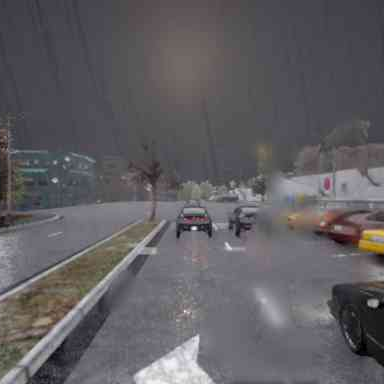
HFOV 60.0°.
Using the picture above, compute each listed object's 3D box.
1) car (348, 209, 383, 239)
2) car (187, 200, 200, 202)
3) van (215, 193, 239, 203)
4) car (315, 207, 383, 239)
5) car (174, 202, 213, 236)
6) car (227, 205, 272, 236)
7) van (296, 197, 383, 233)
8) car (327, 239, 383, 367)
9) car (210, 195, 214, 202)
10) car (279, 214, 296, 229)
[{"bbox_3d":[8.245,1.493,11.315,5.366,1.575,1.946,1,0,-20],"label":"car"},{"bbox_3d":[0.092,1.616,39.673,1.994,1.385,4.181,-1,0,0],"label":"car"},{"bbox_3d":[7.968,1.309,72.440,4.442,1.987,1.878,1,-1,-20],"label":"van"},{"bbox_3d":[8.097,1.529,14.244,4.792,1.488,2.163,1,0,-20],"label":"car"},{"bbox_3d":[0.103,1.518,18.337,1.837,1.490,4.892,0,0,0],"label":"car"},{"bbox_3d":[3.101,1.516,18.439,1.837,1.490,4.892,0,-1,0],"label":"car"},{"bbox_3d":[7.965,1.277,17.172,4.442,1.987,1.878,1,0,-20],"label":"van"},{"bbox_3d":[3.102,1.545,2.975,2.033,1.411,5.357,0,0,0],"label":"car"},{"bbox_3d":[7.902,1.755,81.343,5.366,1.575,1.946,1,-1,-20],"label":"car"},{"bbox_3d":[7.899,1.504,20.130,5.366,1.575,1.946,1,0,-20],"label":"car"}]
